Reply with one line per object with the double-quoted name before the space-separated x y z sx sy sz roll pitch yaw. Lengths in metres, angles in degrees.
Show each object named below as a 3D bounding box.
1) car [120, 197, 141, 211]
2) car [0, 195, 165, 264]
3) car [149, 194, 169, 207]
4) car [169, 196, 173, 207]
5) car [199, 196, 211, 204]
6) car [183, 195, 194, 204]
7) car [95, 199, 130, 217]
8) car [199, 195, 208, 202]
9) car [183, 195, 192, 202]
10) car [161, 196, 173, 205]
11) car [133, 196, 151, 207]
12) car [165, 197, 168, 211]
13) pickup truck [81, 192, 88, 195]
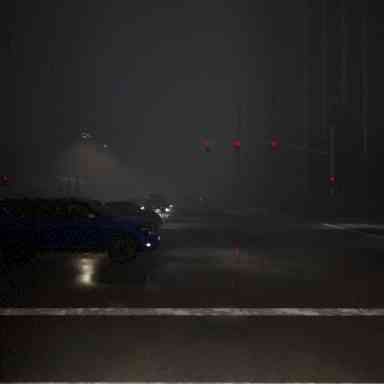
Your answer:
"car" -7.725 1.478 42.148 1.882 1.535 5.008 0 0 -1
"car" -3.895 1.221 11.323 5.566 2.045 2.150 0 0 0
"car" -4.186 1.221 38.479 2.150 2.045 5.566 0 0 -1
"car" -4.281 1.601 48.426 1.895 1.301 4.718 0 0 -1
"car" 2.748 1.491 64.776 2.128 1.511 4.902 0 0 -1
"car" -0.758 1.352 65.361 2.097 1.767 4.553 0 0 -1
"car" -7.704 1.491 32.845 2.128 1.511 4.902 0 0 2
"car" 2.545 1.524 75.160 1.812 1.442 4.674 0 0 -1
"car" -0.958 1.478 75.364 1.882 1.535 5.008 0 0 -1
"car" -4.367 1.478 58.865 1.882 1.535 5.008 0 0 0
"car" -7.823 1.491 52.532 2.128 1.511 4.902 0 0 -1
"car" -4.078 1.352 20.059 4.553 1.767 2.097 0 0 -42
"pickup truck" -20.926 1.059 59.994 2.390 2.098 6.274 0 0 30
